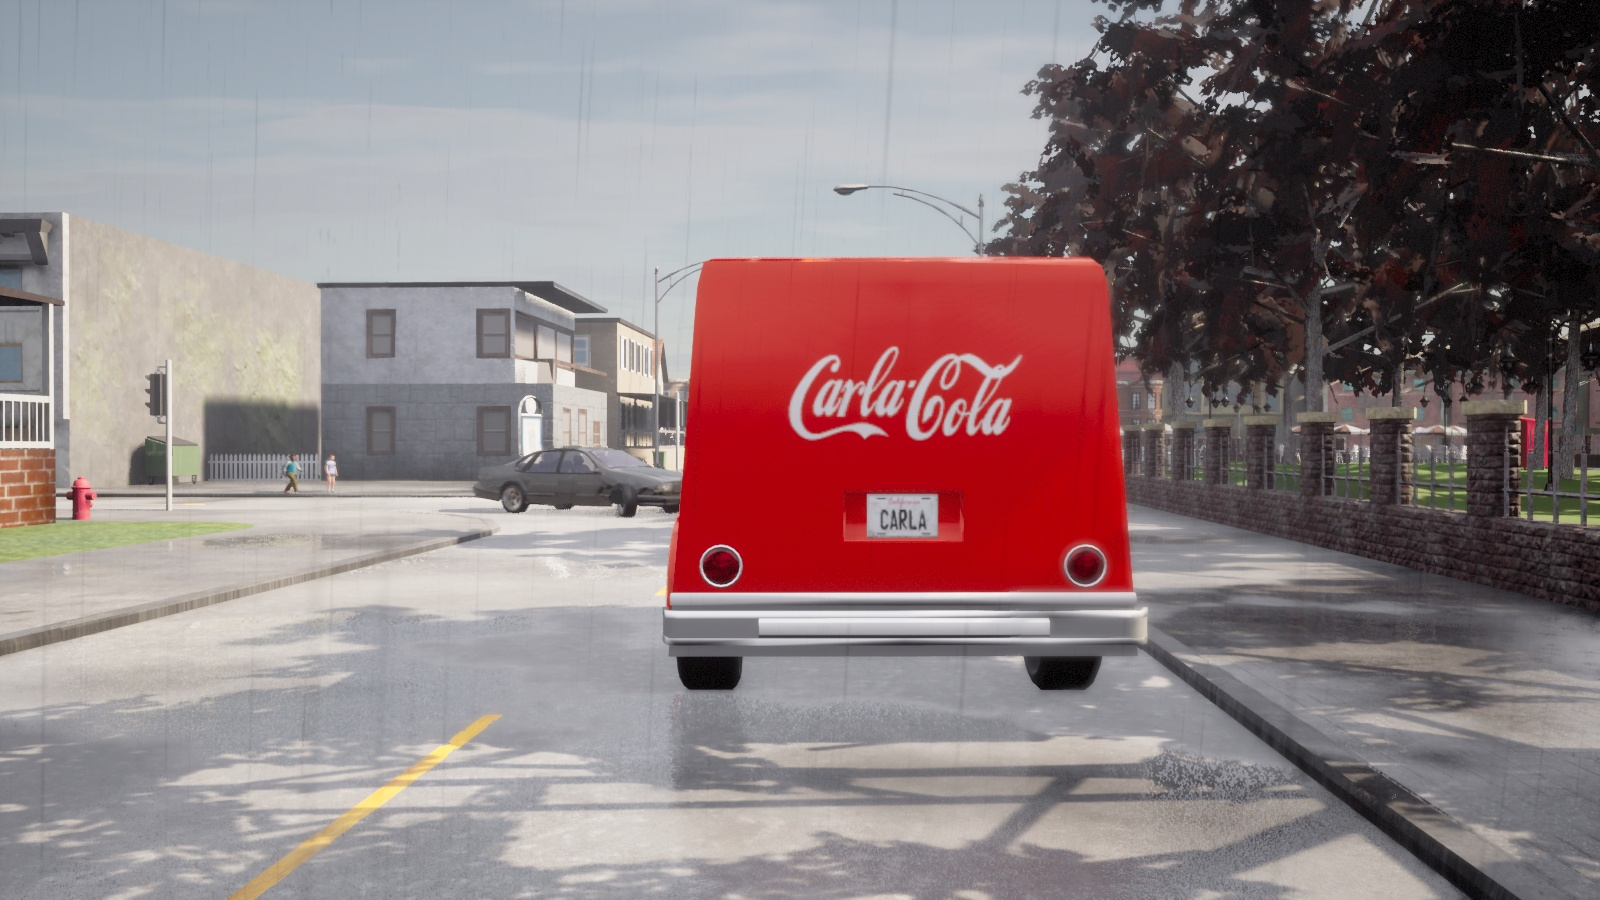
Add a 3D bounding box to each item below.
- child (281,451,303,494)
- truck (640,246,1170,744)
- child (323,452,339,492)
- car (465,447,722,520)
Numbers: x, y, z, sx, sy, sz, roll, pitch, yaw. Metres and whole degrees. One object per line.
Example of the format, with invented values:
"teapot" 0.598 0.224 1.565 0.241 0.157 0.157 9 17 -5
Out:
"child" -14.178 0.627 35.065 0.448 1.192 0.343 0 0 21
"truck" 0.519 0.210 8.828 2.627 2.467 5.204 0 0 0
"child" -13.211 0.626 35.382 0.394 1.110 0.255 0 0 36
"car" -4.457 0.639 26.722 5.357 1.411 2.033 0 0 31
